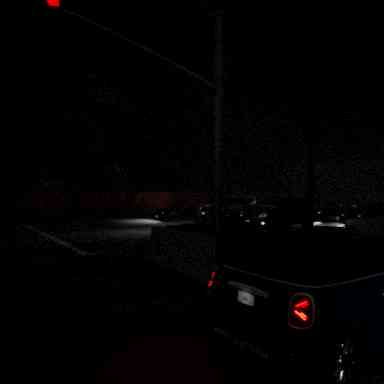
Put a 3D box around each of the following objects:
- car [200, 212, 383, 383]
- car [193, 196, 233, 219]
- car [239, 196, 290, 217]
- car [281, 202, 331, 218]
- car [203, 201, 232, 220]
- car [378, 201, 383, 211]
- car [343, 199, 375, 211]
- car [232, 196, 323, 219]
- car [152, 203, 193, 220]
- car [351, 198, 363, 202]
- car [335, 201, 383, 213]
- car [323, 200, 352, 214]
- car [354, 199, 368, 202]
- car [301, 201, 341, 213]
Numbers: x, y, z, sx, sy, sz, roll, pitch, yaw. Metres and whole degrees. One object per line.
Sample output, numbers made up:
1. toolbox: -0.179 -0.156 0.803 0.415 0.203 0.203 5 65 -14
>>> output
1. car: 2.415 1.385 5.469 4.553 1.767 2.097 0 0 -36
2. car: 3.152 1.349 27.679 5.566 2.045 2.150 0 0 -35
3. car: 7.731 1.406 35.184 5.566 2.045 2.150 0 0 -36
4. car: 11.600 1.748 33.644 5.357 1.411 2.033 0 0 -36
5. car: 3.551 1.605 23.691 4.902 1.511 2.128 0 0 -35
6. car: 27.553 1.890 45.589 5.357 1.411 2.033 1 0 -42
7. car: 23.486 1.815 46.711 4.902 1.511 2.128 1 0 -38
8. car: 5.467 1.334 20.781 5.566 2.045 2.150 1 0 -36
9. car: -0.765 1.659 29.204 5.357 1.411 2.033 0 0 -35
10. car: 19.346 1.620 39.173 4.553 1.767 2.097 0 0 -36
11. car: 14.228 1.736 26.921 5.357 1.411 2.033 0 0 -36
12. car: 11.862 1.711 29.532 4.674 1.442 1.812 0 0 -36
13. car: 19.354 1.755 34.878 4.892 1.490 1.837 0 0 -36
14. car: 15.961 1.804 41.059 5.357 1.411 2.033 0 0 -36
